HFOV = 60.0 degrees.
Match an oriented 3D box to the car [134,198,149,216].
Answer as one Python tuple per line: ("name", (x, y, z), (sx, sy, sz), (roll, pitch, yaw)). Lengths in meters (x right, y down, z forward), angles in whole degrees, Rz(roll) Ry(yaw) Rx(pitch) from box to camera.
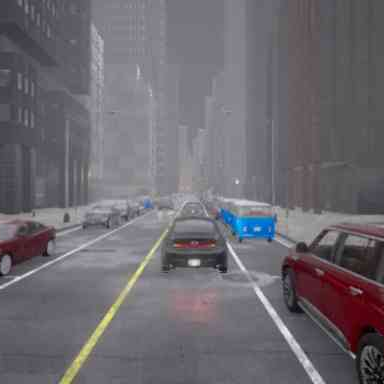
("car", (-5.762, 1.571, 32.822), (2.008, 1.369, 4.403), (0, 0, 0))

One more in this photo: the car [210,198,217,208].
("car", (2.763, 1.456, 27.202), (1.967, 1.590, 4.097), (0, 0, 0))

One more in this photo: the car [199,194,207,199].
("car", (2.761, 1.603, 61.022), (1.887, 1.381, 4.507), (0, 0, 0))

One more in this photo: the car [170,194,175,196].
("car", (-5.764, 1.639, 77.912), (2.008, 1.369, 4.403), (0, 0, 0))

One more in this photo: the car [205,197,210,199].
("car", (2.762, 1.609, 38.475), (1.802, 1.307, 4.206), (0, 0, 0))

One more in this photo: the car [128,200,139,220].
("car", (-5.762, 1.597, 27.186), (1.802, 1.307, 4.206), (0, 0, 0))

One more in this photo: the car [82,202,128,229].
("car", (-5.762, 1.562, 21.550), (2.008, 1.369, 4.403), (0, 0, 0))

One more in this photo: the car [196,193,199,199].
("car", (2.761, 1.404, 77.932), (2.192, 1.841, 5.009), (0, 0, 0))

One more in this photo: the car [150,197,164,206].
("car", (-5.763, 1.594, 55.367), (1.887, 1.381, 4.507), (0, 0, 0))

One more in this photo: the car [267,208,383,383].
("car", (2.765, 1.317, 4.657), (2.192, 1.841, 5.009), (0, 0, 0))

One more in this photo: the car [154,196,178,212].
("car", (-3.099, 1.576, 40.188), (2.033, 1.411, 5.357), (0, 0, 0))

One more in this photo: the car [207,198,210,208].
("car", (2.763, 1.587, 32.839), (1.947, 1.339, 4.313), (0, 0, 0))

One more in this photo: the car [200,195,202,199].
("car", (2.762, 1.615, 55.385), (1.947, 1.339, 4.313), (0, 0, 0))

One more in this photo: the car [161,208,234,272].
("car", (0.074, 1.511, 10.782), (1.837, 1.490, 4.892), (0, 0, 0))

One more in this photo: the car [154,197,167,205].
("car", (-5.764, 1.603, 61.004), (1.887, 1.381, 4.507), (0, 0, 0))

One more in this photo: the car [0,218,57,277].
("car", (-5.761, 1.549, 10.278), (1.887, 1.381, 4.507), (0, 0, 0))

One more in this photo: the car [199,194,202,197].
("car", (2.761, 1.594, 66.828), (1.752, 1.417, 4.829), (0, 0, 0))

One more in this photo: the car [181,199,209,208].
("car", (0.082, 1.564, 28.039), (2.033, 1.411, 5.357), (0, 0, 0))

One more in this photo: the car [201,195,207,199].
("car", (2.762, 1.567, 49.919), (1.752, 1.417, 4.829), (0, 0, 0))

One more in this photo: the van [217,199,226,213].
("van", (2.764, 1.353, 21.566), (1.690, 1.788, 3.998), (0, 0, 0))

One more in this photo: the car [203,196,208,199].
("car", (2.762, 1.599, 44.113), (1.947, 1.339, 4.313), (0, 0, 0))

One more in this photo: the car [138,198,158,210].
("car", (-5.763, 1.584, 44.095), (2.008, 1.369, 4.403), (0, 0, 0))

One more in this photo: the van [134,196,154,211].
("van", (-5.762, 1.367, 38.459), (1.690, 1.788, 3.998), (0, 0, 0))

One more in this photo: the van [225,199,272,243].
("van", (2.764, 1.349, 15.930), (1.690, 1.788, 3.998), (0, 0, 0))
